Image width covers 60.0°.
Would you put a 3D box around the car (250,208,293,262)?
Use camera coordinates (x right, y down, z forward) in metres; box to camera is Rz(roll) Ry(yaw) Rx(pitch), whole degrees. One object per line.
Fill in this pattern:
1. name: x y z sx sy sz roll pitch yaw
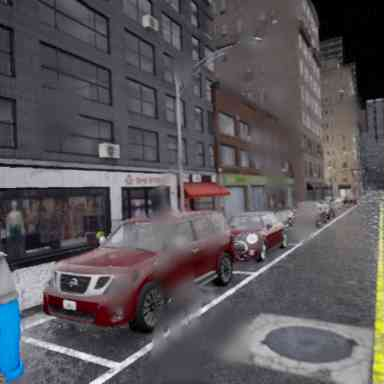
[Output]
1. car: 2.092 1.489 12.222 1.967 1.590 4.097 -3 -1 30

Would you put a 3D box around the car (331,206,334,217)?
1. car: 10.395 1.469 26.779 1.802 1.307 4.206 -3 -1 30

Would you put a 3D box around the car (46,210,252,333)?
1. car: -0.679 1.417 7.371 2.192 1.841 5.009 -3 -1 30

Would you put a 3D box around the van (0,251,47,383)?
1. van: -3.443 1.496 2.518 1.690 1.788 3.998 -3 -1 30

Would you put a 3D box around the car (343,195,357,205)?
1. car: 24.219 1.151 51.043 1.887 1.381 4.507 -3 -1 30

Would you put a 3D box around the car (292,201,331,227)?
1. car: 7.622 1.382 21.928 1.967 1.590 4.097 -3 -1 30
